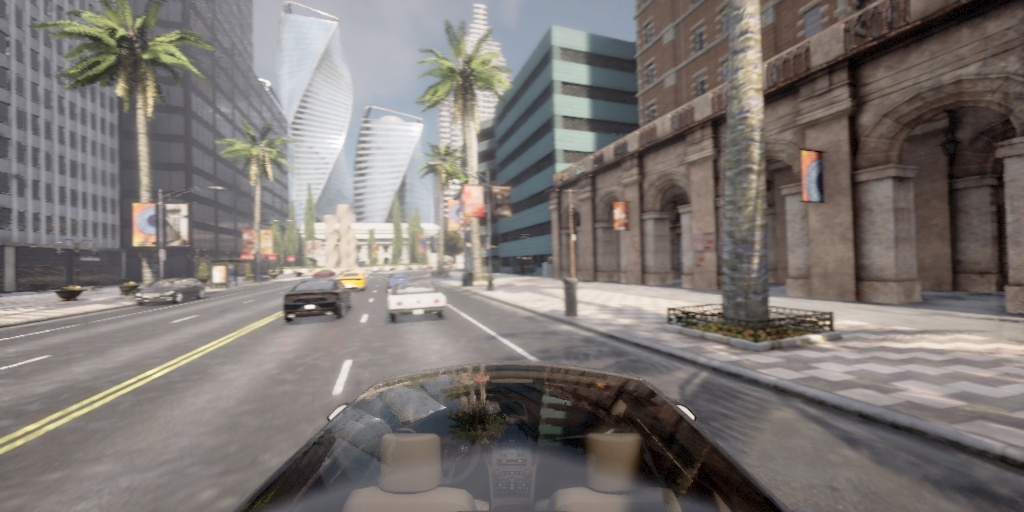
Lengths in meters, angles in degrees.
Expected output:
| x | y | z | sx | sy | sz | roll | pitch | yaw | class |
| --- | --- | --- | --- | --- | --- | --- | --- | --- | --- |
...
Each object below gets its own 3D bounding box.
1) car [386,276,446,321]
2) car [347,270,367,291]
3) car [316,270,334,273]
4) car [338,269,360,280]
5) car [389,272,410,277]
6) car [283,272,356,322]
| x | y | z | sx | sy | sz | roll | pitch | yaw | class |
| --- | --- | --- | --- | --- | --- | --- | --- | --- | --- |
| -3.859 | 1.639 | 14.114 | 1.895 | 1.301 | 4.718 | -1 | -1 | -19 | car |
| -12.751 | 1.985 | 28.781 | 1.882 | 1.535 | 5.008 | -1 | 0 | -19 | car |
| -28.604 | 2.822 | 54.859 | 1.882 | 1.535 | 5.008 | -2 | -1 | -9 | car |
| -25.199 | 2.816 | 55.538 | 1.994 | 1.385 | 4.181 | -2 | -1 | -9 | car |
| -8.361 | 1.897 | 26.778 | 2.033 | 1.411 | 5.357 | -1 | -1 | -19 | car |
| -7.743 | 1.639 | 14.642 | 1.882 | 1.535 | 5.008 | -1 | -1 | -19 | car |
